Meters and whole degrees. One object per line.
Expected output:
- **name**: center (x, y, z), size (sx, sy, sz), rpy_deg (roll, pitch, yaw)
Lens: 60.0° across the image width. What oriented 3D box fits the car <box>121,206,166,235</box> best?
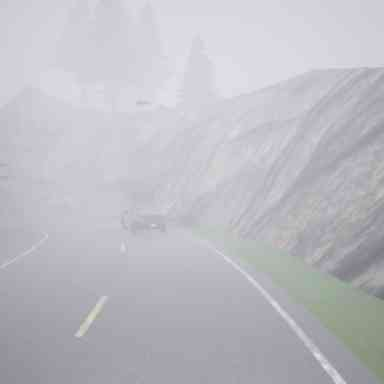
- **car**: center (-2.812, 1.525, 19.095), size (1.812, 1.442, 4.674), rpy_deg (0, 0, -21)
